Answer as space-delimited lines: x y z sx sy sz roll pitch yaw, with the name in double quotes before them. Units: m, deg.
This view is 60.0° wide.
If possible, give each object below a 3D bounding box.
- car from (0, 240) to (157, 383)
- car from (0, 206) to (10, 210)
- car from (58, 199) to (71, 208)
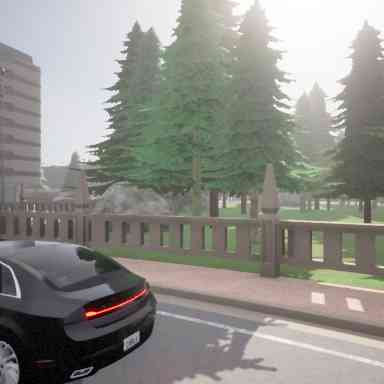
"car" -2.847 1.505 5.067 4.892 1.490 1.837 0 0 28
"car" -23.248 1.603 37.259 2.033 1.411 5.357 0 0 21
"car" -17.900 1.278 50.805 2.150 2.045 5.566 0 0 21
